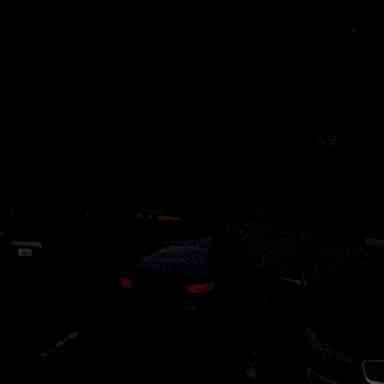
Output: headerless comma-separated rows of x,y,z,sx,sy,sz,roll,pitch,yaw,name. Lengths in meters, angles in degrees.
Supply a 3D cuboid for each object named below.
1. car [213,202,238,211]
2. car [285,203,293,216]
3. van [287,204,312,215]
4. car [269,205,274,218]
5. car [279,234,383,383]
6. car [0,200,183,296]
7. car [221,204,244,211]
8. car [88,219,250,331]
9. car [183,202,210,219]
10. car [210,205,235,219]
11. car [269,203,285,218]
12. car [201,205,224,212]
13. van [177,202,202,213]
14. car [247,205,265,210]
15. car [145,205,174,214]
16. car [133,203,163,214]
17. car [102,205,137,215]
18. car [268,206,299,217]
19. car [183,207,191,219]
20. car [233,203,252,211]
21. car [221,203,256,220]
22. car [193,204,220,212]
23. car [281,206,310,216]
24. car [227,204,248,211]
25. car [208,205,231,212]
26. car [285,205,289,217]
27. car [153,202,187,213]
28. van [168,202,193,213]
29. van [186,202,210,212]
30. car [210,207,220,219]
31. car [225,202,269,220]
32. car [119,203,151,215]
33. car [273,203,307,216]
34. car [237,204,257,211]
7.860,3.425,77.489,5.566,2.045,2.435,0,-2,15,car
13.914,2.953,54.159,5.566,2.045,2.435,1,-1,15,car
20.614,3.337,64.065,4.442,1.987,1.878,1,-1,15,van
8.715,2.960,46.752,4.792,1.488,2.163,1,-1,15,car
2.512,1.487,5.155,2.231,1.521,4.892,1,-1,16,car
-2.307,1.227,8.617,2.435,2.045,5.566,0,-1,16,car
9.748,3.763,79.886,5.366,1.575,1.946,0,-2,14,car
0.100,1.522,6.868,2.002,1.452,4.674,0,-1,15,car
-1.555,2.125,31.928,5.566,2.045,2.435,2,-1,15,car
1.872,2.569,36.872,5.008,1.535,2.097,1,-1,15,car
10.435,2.770,49.224,5.566,2.045,2.435,1,-1,15,car
4.477,3.525,72.586,4.792,1.488,2.163,0,-2,15,car
-0.454,2.999,65.222,4.442,1.987,1.878,0,-2,15,van
17.777,4.247,92.248,4.792,1.488,2.163,0,-2,13,car
-5.649,2.995,57.903,4.674,1.452,2.002,0,-2,15,car
-7.311,2.738,55.447,4.553,1.767,2.185,0,-2,15,car
-10.940,2.701,50.221,4.792,1.488,2.163,0,-2,15,car
15.591,3.294,56.623,5.008,1.535,2.097,1,-1,15,car
-3.141,2.271,29.400,5.366,1.575,1.946,2,-1,15,car
12.933,3.821,84.831,4.553,1.767,2.185,0,-2,14,car
5.289,2.624,41.828,4.553,1.767,2.185,1,-1,15,car
2.996,3.402,70.091,5.366,1.575,1.946,0,-2,15,car
19.012,3.475,61.562,5.008,1.535,2.097,1,-1,15,car
11.245,3.858,82.375,4.892,1.521,2.231,0,-2,14,car
6.226,3.616,75.026,4.792,1.488,2.163,0,-2,15,car
12.137,3.141,51.691,4.792,1.488,2.163,1,-1,15,car
-3.981,2.793,60.360,5.566,2.045,2.435,0,-2,15,car
-2.146,2.909,62.773,4.442,1.987,1.878,0,-2,15,van
1.238,3.090,67.671,4.442,1.987,1.878,0,-2,15,van
0.136,2.514,34.395,4.674,1.452,2.002,1,-1,15,car
7.009,2.589,44.284,5.566,2.045,2.435,1,-1,15,car
-9.064,2.649,53.024,4.553,1.767,2.185,0,-2,15,car
17.334,3.134,59.096,5.566,2.045,2.435,2,-1,15,car
14.559,4.037,87.294,5.008,1.535,2.097,0,-2,14,car
